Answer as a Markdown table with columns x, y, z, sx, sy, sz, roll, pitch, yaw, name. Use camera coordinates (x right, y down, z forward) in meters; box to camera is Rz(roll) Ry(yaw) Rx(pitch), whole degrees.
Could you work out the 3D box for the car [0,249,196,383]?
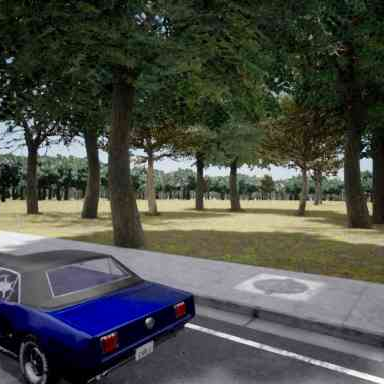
| x | y | z | sx | sy | sz | roll | pitch | yaw | name |
| --- | --- | --- | --- | --- | --- | --- | --- | --- | --- |
| -2.367 | 1.602 | 5.251 | 4.718 | 1.301 | 1.895 | 0 | 0 | 36 | car |
